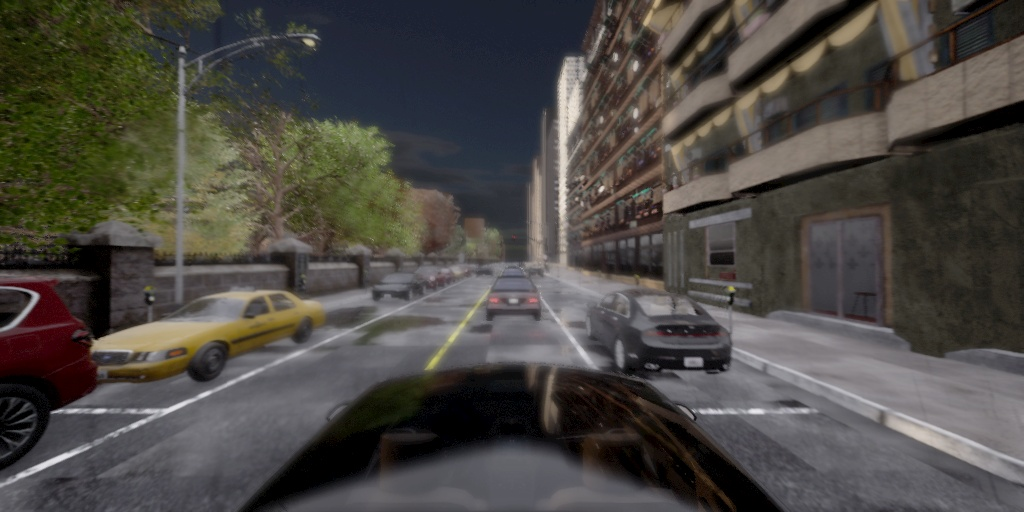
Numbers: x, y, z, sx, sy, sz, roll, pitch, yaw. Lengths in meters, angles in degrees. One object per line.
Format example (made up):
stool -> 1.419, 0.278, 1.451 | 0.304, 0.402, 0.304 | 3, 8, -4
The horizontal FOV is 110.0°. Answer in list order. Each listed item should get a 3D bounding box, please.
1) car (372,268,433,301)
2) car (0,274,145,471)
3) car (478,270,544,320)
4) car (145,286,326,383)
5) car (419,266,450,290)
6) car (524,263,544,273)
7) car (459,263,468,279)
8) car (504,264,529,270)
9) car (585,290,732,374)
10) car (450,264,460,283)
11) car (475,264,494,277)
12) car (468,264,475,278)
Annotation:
car -> -5.690, 1.489, 18.566 | 1.948, 1.339, 4.313 | 0, 0, 0
car -> -5.691, 1.067, 1.951 | 2.192, 1.841, 5.009 | 0, 0, 0
car -> 0.066, 1.415, 13.226 | 2.033, 1.411, 5.357 | 0, -1, 0
car -> -5.691, 1.334, 7.319 | 1.751, 1.417, 4.829 | 0, 0, 0
car -> -5.690, 1.420, 24.104 | 1.967, 1.591, 4.097 | 0, 0, 0
car -> 2.691, 1.707, 40.721 | 2.007, 1.370, 4.403 | 0, 0, 0
car -> -5.689, 1.623, 35.010 | 1.751, 1.417, 4.829 | 0, 0, 0
car -> 0.069, 1.571, 28.223 | 2.033, 1.411, 5.357 | 0, -1, 0
car -> 2.690, 1.359, 7.491 | 2.007, 1.370, 4.403 | 0, 0, 0
car -> -5.689, 1.621, 29.642 | 1.802, 1.307, 4.207 | 0, 0, 0
car -> -3.095, 1.769, 41.854 | 1.895, 1.301, 4.718 | 0, -1, 0
car -> -5.689, 1.596, 40.719 | 1.967, 1.591, 4.097 | 0, 0, 0
